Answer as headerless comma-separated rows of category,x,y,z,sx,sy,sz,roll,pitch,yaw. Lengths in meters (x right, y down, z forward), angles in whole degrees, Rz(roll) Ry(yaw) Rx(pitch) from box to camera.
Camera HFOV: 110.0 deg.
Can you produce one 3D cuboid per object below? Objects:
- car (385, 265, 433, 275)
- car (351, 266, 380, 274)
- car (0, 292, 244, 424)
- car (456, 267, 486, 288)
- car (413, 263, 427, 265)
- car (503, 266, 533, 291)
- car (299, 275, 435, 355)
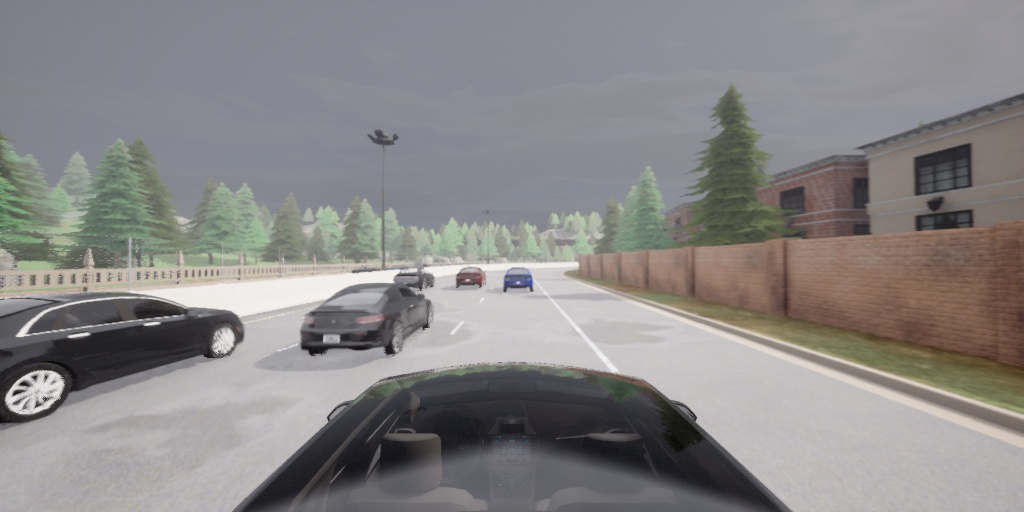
car,-6.580,1.563,24.488,2.128,1.511,4.902,0,-1,1
car,-19.963,2.054,49.102,1.895,1.301,4.718,0,-1,6
car,-6.827,1.343,5.889,1.837,1.490,4.892,0,-1,1
car,-3.041,1.567,27.349,1.882,1.535,5.008,0,-1,1
car,-12.886,1.772,49.546,2.097,1.767,4.553,0,-1,6
car,0.418,1.511,24.371,1.882,1.535,5.008,0,-1,1
car,-3.287,1.383,8.891,1.812,1.442,4.674,0,-1,1
